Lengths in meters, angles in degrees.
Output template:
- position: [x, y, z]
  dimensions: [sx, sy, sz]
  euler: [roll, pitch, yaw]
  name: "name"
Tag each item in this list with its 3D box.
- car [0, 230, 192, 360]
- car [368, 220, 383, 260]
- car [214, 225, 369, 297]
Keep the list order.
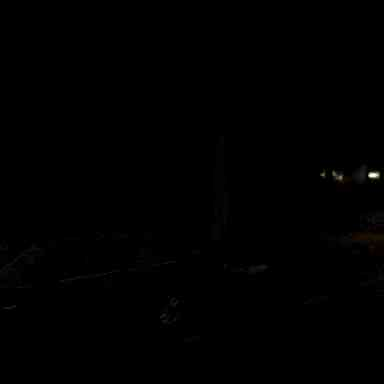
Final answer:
- position: [-2.084, 1.445, 5.278]
  dimensions: [4.097, 1.590, 1.967]
  euler: [0, 0, -36]
  name: "car"
- position: [6.951, 1.568, 11.741]
  dimensions: [4.829, 1.417, 1.752]
  euler: [0, 0, -36]
  name: "car"
- position: [2.503, 1.605, 8.559]
  dimensions: [4.206, 1.307, 1.802]
  euler: [0, 0, -36]
  name: "car"
